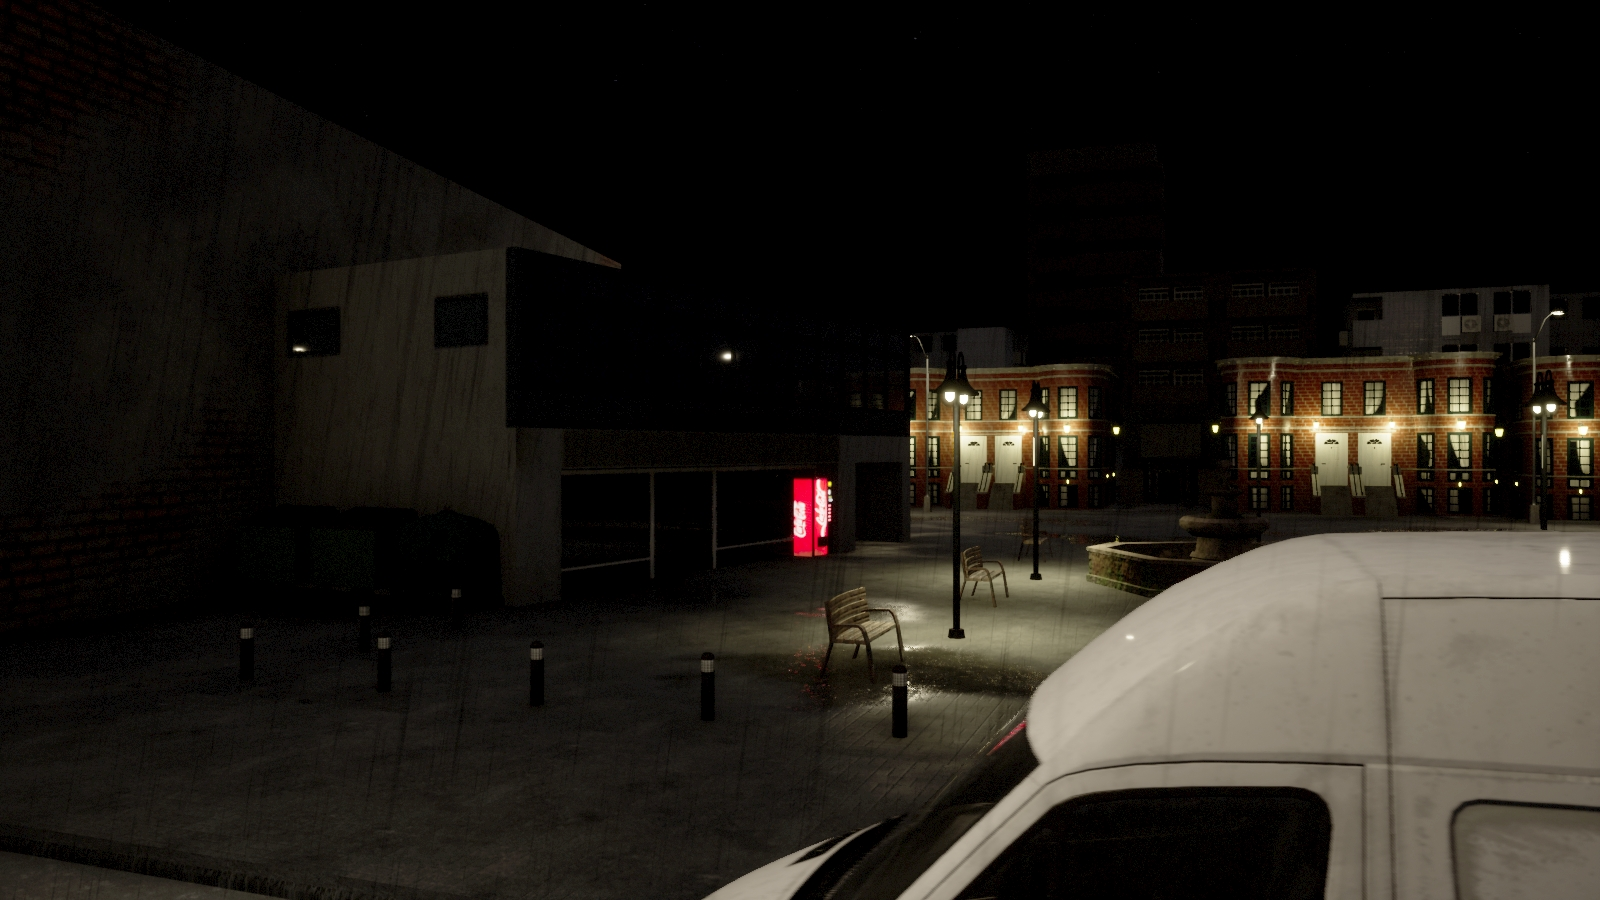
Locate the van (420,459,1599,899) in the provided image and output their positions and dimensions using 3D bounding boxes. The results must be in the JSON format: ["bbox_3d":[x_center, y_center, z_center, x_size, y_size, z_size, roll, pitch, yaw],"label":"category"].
[{"bbox_3d":[2.070,1.314,3.088,5.915,2.561,1.988,0,0,20],"label":"van"}]
